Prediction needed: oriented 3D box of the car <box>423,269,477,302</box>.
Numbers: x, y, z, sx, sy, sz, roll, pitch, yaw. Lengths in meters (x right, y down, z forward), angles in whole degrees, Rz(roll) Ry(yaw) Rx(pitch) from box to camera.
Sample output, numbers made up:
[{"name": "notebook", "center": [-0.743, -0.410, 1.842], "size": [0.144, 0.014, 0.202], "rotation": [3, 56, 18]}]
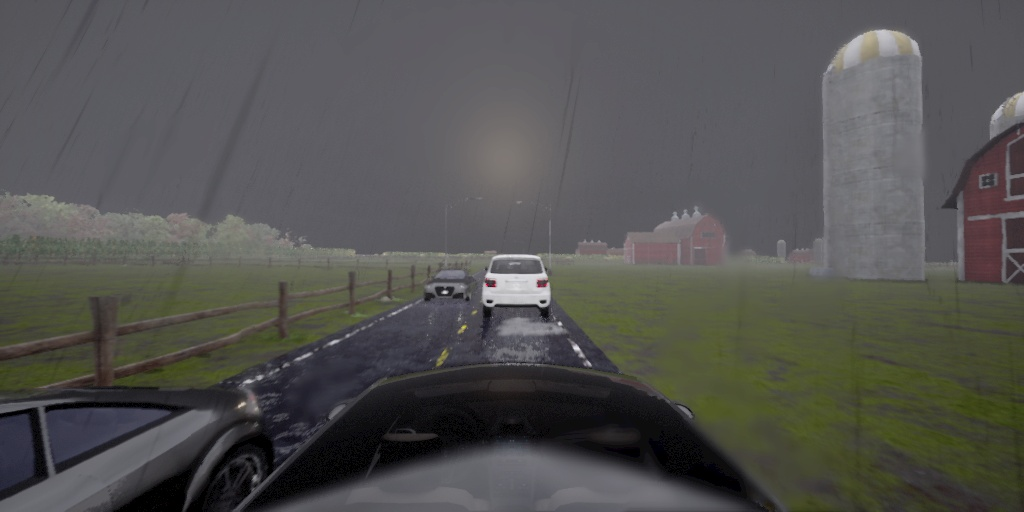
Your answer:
[{"name": "car", "center": [-2.783, 1.308, 16.844], "size": [1.994, 1.385, 4.181], "rotation": [0, 0, 0]}]

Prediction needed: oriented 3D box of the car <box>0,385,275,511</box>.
[{"name": "car", "center": [-2.826, 1.307, 1.053], "size": [1.994, 1.385, 4.181], "rotation": [0, 0, 0]}]

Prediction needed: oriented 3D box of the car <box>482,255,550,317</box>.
[{"name": "car", "center": [0.145, 0.972, 13.335], "size": [2.150, 2.045, 5.566], "rotation": [0, 0, 0]}]
